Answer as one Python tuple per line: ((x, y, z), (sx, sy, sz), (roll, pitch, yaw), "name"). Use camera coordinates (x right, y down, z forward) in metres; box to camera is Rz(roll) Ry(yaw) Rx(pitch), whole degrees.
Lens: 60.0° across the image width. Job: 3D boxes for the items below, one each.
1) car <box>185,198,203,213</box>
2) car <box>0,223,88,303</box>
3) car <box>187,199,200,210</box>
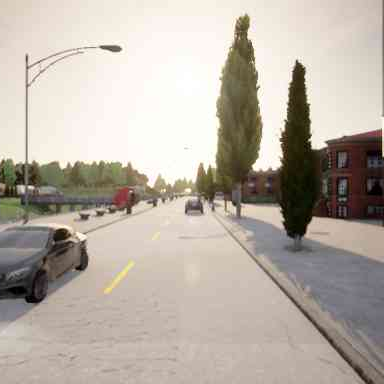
((0.249, 1.523, 38.981), (2.097, 1.767, 4.553), (0, 0, 0), "car")
((-4.041, 1.563, 8.452), (1.812, 1.442, 4.674), (0, 0, 0), "car")
((0.281, 1.739, 48.756), (1.812, 1.442, 4.674), (0, 0, 0), "car")
